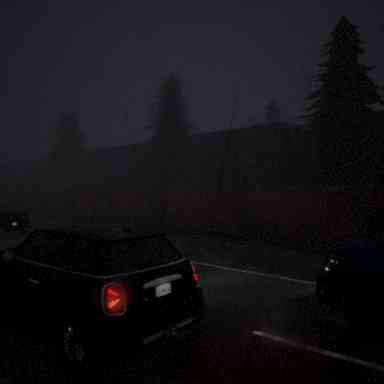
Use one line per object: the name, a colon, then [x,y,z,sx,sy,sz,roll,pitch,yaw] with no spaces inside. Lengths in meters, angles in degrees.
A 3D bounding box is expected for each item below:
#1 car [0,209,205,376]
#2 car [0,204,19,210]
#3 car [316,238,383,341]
car: [-2.042,1.333,5.844,4.553,1.767,2.097,0,0,39]
car: [-10.464,1.389,17.775,5.008,1.535,1.882,0,0,42]
car: [4.845,1.250,4.905,5.566,2.045,2.150,1,0,35]
